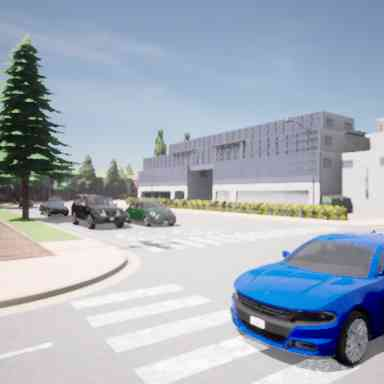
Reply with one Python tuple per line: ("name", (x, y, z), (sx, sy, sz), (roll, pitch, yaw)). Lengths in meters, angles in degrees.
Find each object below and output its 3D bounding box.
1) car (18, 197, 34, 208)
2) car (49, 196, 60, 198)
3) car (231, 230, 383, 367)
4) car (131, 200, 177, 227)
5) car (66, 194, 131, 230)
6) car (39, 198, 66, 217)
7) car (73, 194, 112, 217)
("car", (-24.408, 1.524, 48.930), (2.128, 1.511, 4.902), (0, 0, -27))
("car", (-19.669, 1.396, 47.805), (2.097, 1.767, 4.553), (0, 0, -31))
("car", (2.899, 1.512, 6.034), (5.008, 1.535, 1.882), (0, 0, -37))
("car", (-2.966, 1.403, 23.384), (2.097, 1.767, 4.553), (0, 0, -35))
("car", (-6.372, 1.259, 22.140), (2.150, 2.045, 5.566), (0, 0, -35))
("car", (-13.440, 1.582, 32.214), (2.033, 1.411, 5.357), (0, 0, -35))
("car", (-10.243, 1.271, 33.751), (2.150, 2.045, 5.566), (0, 0, -35))
